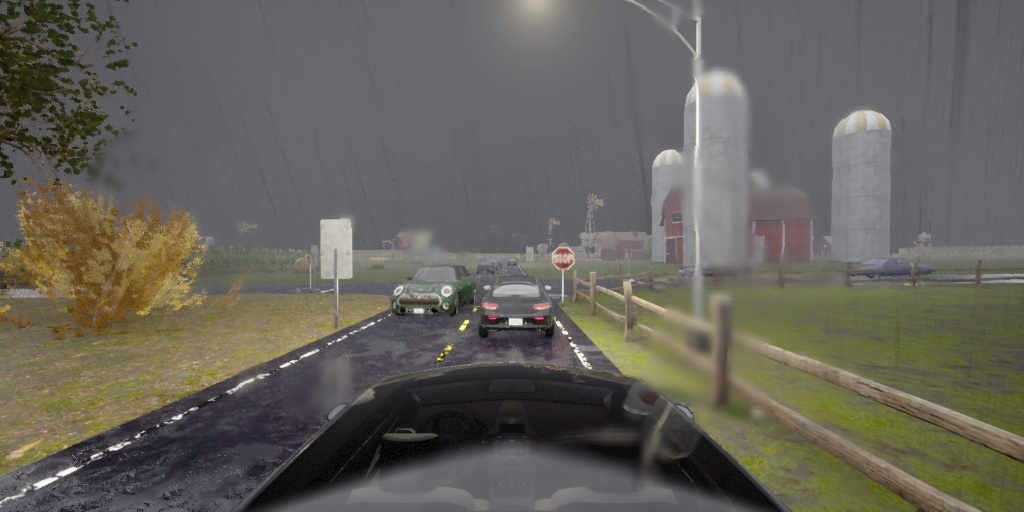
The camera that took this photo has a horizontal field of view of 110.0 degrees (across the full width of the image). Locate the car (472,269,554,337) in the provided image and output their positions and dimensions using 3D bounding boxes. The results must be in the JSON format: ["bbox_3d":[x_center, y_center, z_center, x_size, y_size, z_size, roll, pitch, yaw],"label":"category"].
[{"bbox_3d":[0.147,1.274,10.149,1.812,1.442,4.674,0,0,2],"label":"car"}]

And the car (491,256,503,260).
[{"bbox_3d":[-2.820,0.998,62.033,2.150,2.045,5.566,0,0,0],"label":"car"}]

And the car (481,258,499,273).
[{"bbox_3d":[-2.844,1.305,40.460,2.033,1.411,5.357,0,0,0],"label":"car"}]

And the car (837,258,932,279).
[{"bbox_3d":[26.892,0.868,25.938,5.357,1.411,2.033,-1,1,0],"label":"car"}]

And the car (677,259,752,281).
[{"bbox_3d":[14.552,0.988,25.857,4.902,1.511,2.128,-1,1,-1],"label":"car"}]

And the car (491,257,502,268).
[{"bbox_3d":[-2.828,1.270,50.757,1.837,1.490,4.892,0,0,1],"label":"car"}]

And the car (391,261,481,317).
[{"bbox_3d":[-2.685,1.100,13.252,2.097,1.767,4.553,0,0,5],"label":"car"}]
